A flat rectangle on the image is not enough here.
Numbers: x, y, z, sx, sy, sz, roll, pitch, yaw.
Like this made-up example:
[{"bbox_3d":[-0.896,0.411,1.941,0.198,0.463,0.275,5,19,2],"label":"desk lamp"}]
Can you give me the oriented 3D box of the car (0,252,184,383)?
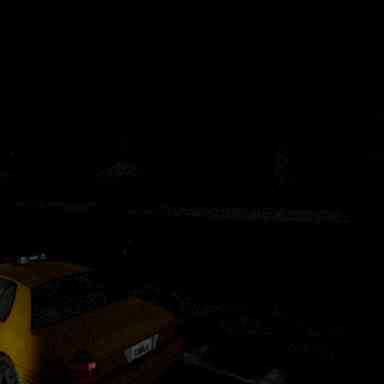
[{"bbox_3d":[-2.375,1.525,4.660,4.829,1.417,1.752,0,0,36],"label":"car"}]
